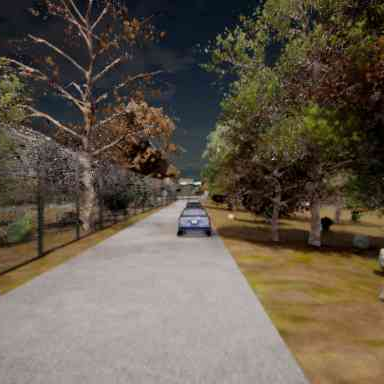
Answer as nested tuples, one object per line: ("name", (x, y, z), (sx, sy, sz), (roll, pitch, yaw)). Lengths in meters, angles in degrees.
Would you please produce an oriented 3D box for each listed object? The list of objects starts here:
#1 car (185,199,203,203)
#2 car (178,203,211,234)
("car", (0.232, 1.573, 40.894), (1.837, 1.490, 4.892), (0, 0, 0))
("car", (0.139, 1.577, 19.534), (2.033, 1.411, 5.357), (0, 0, 0))
